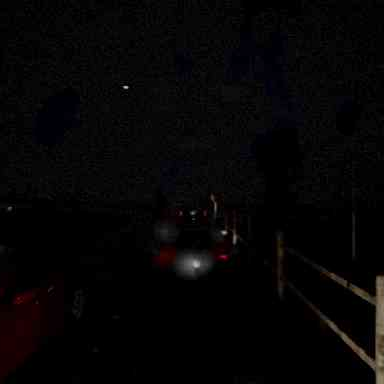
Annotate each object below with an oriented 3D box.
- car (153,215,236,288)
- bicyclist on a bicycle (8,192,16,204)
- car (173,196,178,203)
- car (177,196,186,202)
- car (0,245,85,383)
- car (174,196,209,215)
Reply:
[{"bbox_3d":[0.076,1.578,9.340,1.994,1.385,4.181,0,0,1],"label":"car"},{"bbox_3d":[-22.619,0.764,41.845,0.582,1.620,1.656,2,0,0],"label":"bicyclist on a bicycle"},{"bbox_3d":[-2.752,1.577,69.659,2.097,1.767,4.553,0,0,0],"label":"car"},{"bbox_3d":[-2.752,1.701,86.012,2.128,1.511,4.902,0,0,0],"label":"car"},{"bbox_3d":[-2.847,1.531,4.391,1.812,1.442,4.674,0,0,0],"label":"car"},{"bbox_3d":[0.016,1.406,23.468,2.097,1.767,4.553,0,0,-1],"label":"car"}]
